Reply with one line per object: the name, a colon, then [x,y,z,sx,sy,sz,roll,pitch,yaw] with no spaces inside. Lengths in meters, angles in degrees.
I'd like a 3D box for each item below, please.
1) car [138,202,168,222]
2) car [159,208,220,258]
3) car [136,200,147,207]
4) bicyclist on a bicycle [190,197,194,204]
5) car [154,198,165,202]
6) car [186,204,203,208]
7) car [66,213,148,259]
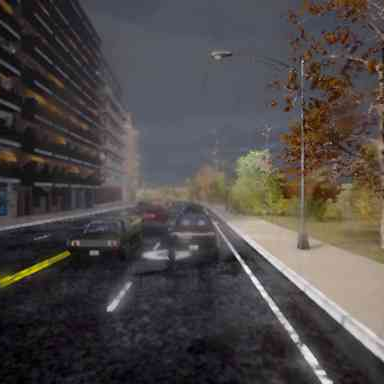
car: [-3.056,1.858,28.301,1.994,1.385,4.181,0,-1,1]
car: [0.087,1.631,13.388,2.128,1.511,4.902,0,0,1]
car: [-9.629,2.243,64.769,1.994,1.385,4.181,0,-1,-1]
bicyclist on a bicycle: [0.166,2.366,87.447,0.582,1.620,1.656,0,-1,-3]
car: [-6.390,2.032,64.607,2.097,1.767,4.553,0,-1,-1]
car: [0.209,1.779,29.115,1.882,1.535,5.008,0,0,1]
car: [-3.168,1.737,13.139,1.895,1.301,4.718,0,-1,1]
